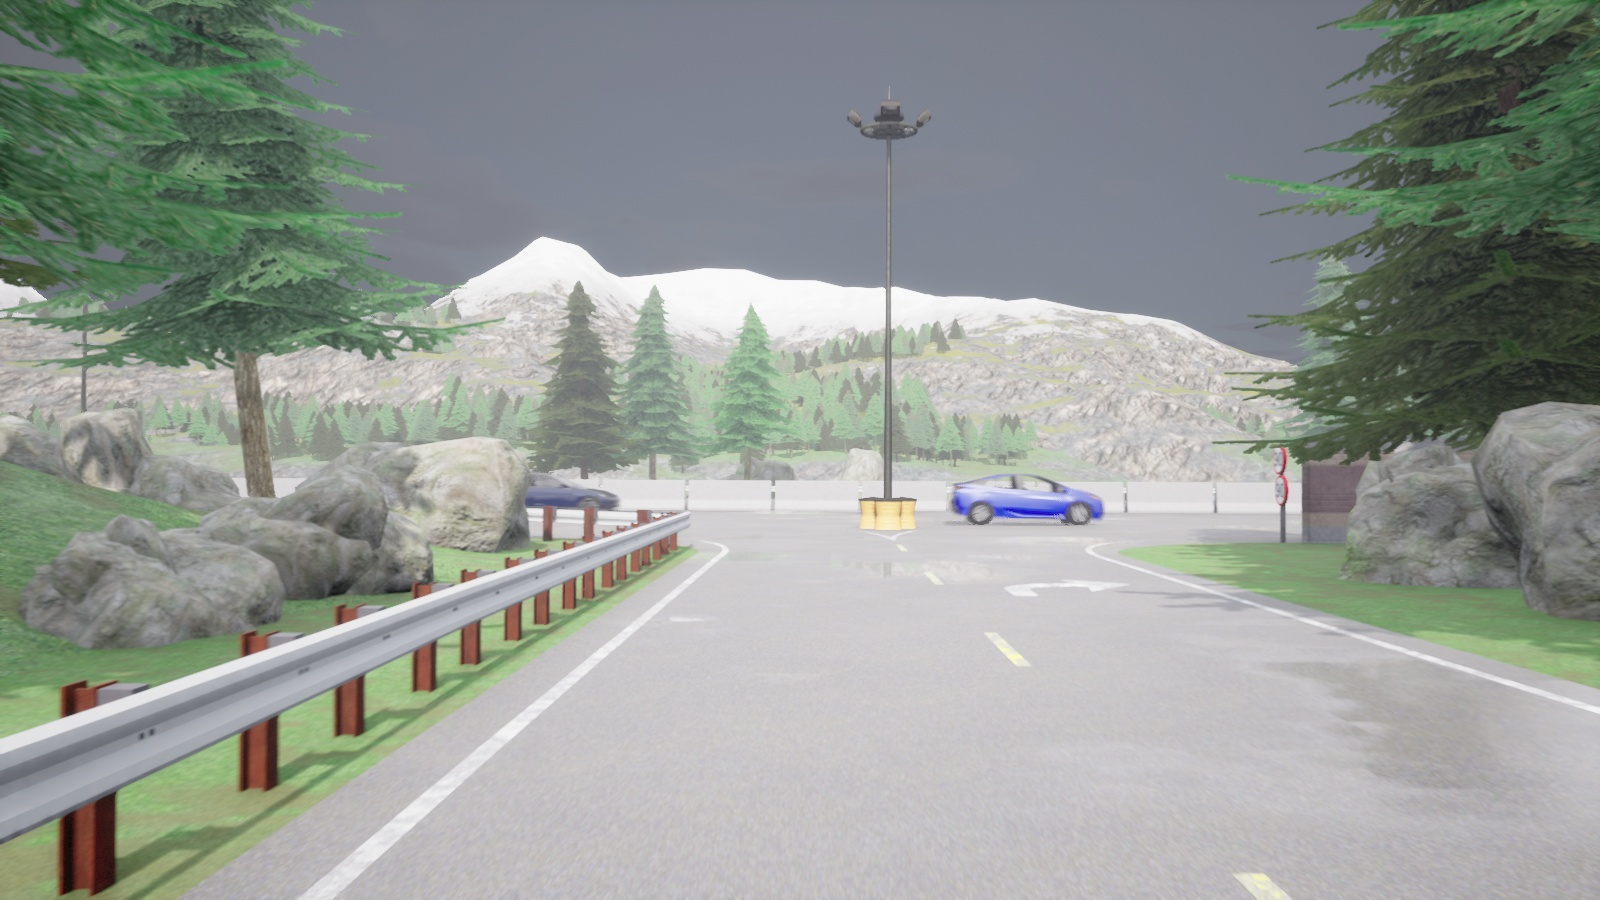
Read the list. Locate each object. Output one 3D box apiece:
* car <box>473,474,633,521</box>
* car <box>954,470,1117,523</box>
[{"bbox_3d":[-8.081,1.543,41.379,4.792,1.488,2.163,0,-1,2],"label":"car"},{"bbox_3d":[6.932,1.363,37.298,4.514,1.525,2.007,0,-1,2],"label":"car"}]
